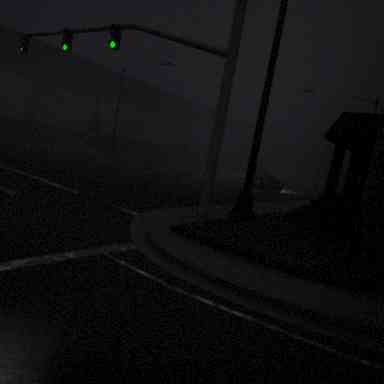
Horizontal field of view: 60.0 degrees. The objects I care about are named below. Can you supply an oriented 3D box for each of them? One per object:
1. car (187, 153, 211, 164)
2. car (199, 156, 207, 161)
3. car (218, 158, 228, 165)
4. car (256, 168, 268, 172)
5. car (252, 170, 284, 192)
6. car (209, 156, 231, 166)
[{"bbox_3d":[1.638,-7.636,75.351,4.974,1.542,2.038,9,7,-10],"label":"car"},{"bbox_3d":[1.615,-7.798,75.322,4.536,1.218,1.853,9,7,-10],"label":"car"},{"bbox_3d":[6.964,-7.931,83.768,4.536,1.218,1.853,7,8,-25],"label":"car"},{"bbox_3d":[10.646,-3.103,52.915,1.837,1.490,4.892,15,8,36],"label":"car"},{"bbox_3d":[7.033,-0.854,30.936,1.994,1.385,4.181,15,8,36],"label":"car"},{"bbox_3d":[6.983,-7.772,83.810,4.974,1.542,2.038,7,8,-25],"label":"car"}]
